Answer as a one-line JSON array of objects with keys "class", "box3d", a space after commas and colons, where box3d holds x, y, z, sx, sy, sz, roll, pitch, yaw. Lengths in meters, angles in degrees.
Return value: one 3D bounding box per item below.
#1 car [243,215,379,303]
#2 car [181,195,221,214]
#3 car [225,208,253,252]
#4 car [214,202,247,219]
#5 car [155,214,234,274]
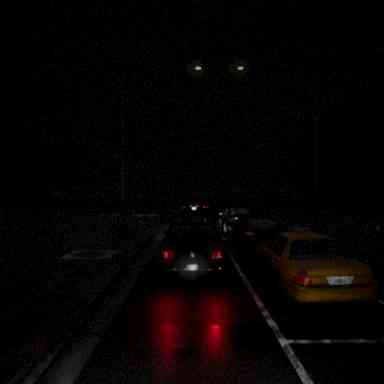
[{"class": "car", "box3d": [2.597, 1.515, 8.156, 1.752, 1.417, 4.829, -1, 0, 0]}, {"class": "car", "box3d": [0.827, 1.207, 25.033, 2.150, 2.045, 5.566, 0, 0, 15]}, {"class": "car", "box3d": [2.580, 1.565, 13.519, 1.802, 1.307, 4.206, -1, 0, 0]}, {"class": "car", "box3d": [2.562, 1.527, 19.051, 2.008, 1.369, 4.403, -1, 0, 0]}, {"class": "car", "box3d": [0.026, 1.587, 10.492, 1.895, 1.301, 4.718, 0, 0, 0]}]
